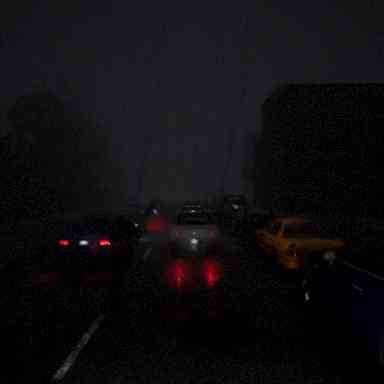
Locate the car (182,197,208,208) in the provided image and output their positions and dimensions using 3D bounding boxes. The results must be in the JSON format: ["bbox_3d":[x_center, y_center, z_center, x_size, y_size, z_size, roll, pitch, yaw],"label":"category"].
[{"bbox_3d":[0.084,1.474,31.335,2.128,1.511,4.902,0,0,0],"label":"car"}]

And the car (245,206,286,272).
[{"bbox_3d":[3.222,1.471,10.790,1.946,1.575,5.366,0,0,0],"label":"car"}]

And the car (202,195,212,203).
[{"bbox_3d":[3.213,1.440,71.564,1.946,1.575,5.366,0,0,0],"label":"car"}]

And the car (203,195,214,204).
[{"bbox_3d":[3.205,1.440,66.041,1.946,1.575,5.366,0,0,0],"label":"car"}]

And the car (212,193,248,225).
[{"bbox_3d":[3.217,1.214,27.083,2.435,2.045,5.566,0,0,0],"label":"car"}]

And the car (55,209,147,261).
[{"bbox_3d":[-3.163,1.540,12.248,2.033,1.411,5.357,0,0,0],"label":"car"}]

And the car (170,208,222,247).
[{"bbox_3d":[0.089,1.593,14.889,1.895,1.301,4.718,0,0,0],"label":"car"}]

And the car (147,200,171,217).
[{"bbox_3d":[-3.165,1.487,31.474,1.837,1.490,4.892,0,0,0],"label":"car"}]

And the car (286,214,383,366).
[{"bbox_3d":[3.224,1.352,5.049,2.185,1.767,4.553,0,0,0],"label":"car"}]

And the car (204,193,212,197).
[{"bbox_3d":[3.205,1.198,54.708,2.435,2.045,5.566,0,0,0],"label":"car"}]

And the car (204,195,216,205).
[{"bbox_3d":[3.207,1.443,60.517,1.946,1.575,5.366,0,0,0],"label":"car"}]

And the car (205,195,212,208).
[{"bbox_3d":[3.215,1.485,43.661,2.163,1.488,4.792,0,0,0],"label":"car"}]
